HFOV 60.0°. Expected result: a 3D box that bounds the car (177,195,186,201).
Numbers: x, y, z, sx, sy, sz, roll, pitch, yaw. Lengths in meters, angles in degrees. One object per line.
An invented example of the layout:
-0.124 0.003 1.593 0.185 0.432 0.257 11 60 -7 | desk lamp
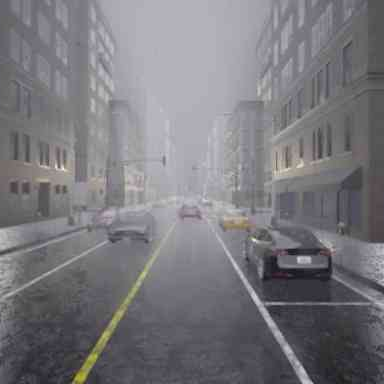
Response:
-2.656 2.207 81.170 2.128 1.511 4.902 0 0 0 | car

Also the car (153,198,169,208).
-5.327 2.008 53.847 2.008 1.369 4.403 0 0 0 | car

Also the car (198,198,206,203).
2.754 2.328 91.681 2.008 1.369 4.403 0 0 0 | car

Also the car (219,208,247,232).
2.663 1.711 21.453 1.752 1.417 4.829 0 0 0 | car

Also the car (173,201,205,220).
-0.353 1.837 31.784 1.994 1.385 4.181 0 -1 -9 | car

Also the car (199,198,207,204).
2.747 2.297 86.274 1.947 1.339 4.313 0 0 0 | car

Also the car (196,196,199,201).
2.739 2.001 80.871 2.192 1.841 5.009 0 0 0 | car

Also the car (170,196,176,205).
-5.322 2.079 75.472 1.967 1.590 4.097 0 0 0 | car

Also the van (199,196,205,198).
2.716 1.890 64.652 1.690 1.788 3.998 0 0 0 | van

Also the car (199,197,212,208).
2.709 2.054 59.244 2.008 1.369 4.403 0 0 0 | car

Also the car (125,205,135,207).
-5.356 1.782 26.972 2.008 1.369 4.403 0 0 0 | car

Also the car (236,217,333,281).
2.650 1.653 9.920 1.947 1.339 4.313 0 0 0 | car

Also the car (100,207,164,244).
-2.825 1.695 17.046 2.033 1.411 5.357 0 0 0 | car

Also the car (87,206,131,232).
-5.362 1.765 21.290 1.802 1.307 4.206 0 0 0 | car
